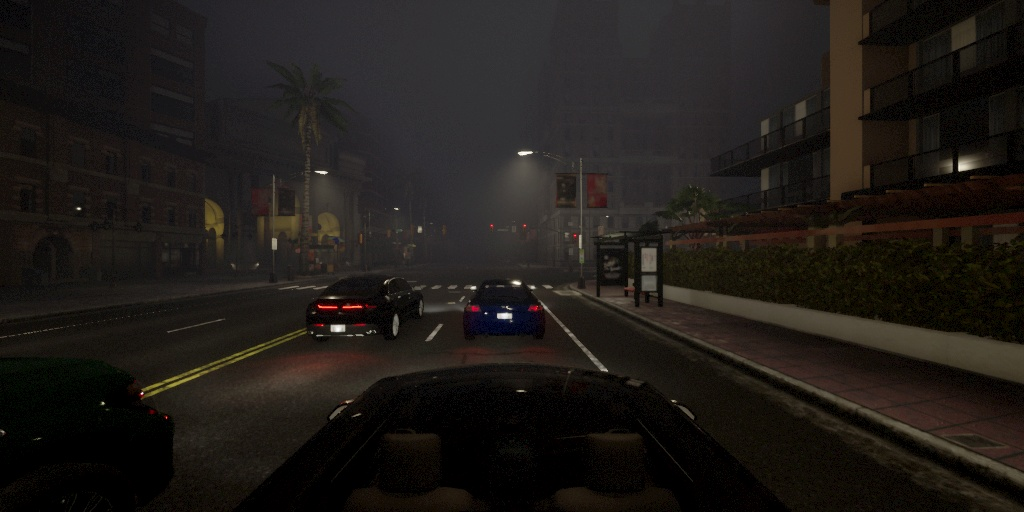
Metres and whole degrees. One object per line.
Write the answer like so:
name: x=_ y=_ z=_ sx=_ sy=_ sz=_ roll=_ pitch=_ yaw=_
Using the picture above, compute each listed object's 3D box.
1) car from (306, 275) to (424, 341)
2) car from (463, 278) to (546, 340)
car: x=-3.724 y=1.255 z=9.871 sx=1.837 sy=1.490 sz=4.892 roll=0 pitch=0 yaw=-3
car: x=-0.235 y=1.314 z=10.027 sx=1.994 sy=1.385 sz=4.181 roll=0 pitch=0 yaw=-2
